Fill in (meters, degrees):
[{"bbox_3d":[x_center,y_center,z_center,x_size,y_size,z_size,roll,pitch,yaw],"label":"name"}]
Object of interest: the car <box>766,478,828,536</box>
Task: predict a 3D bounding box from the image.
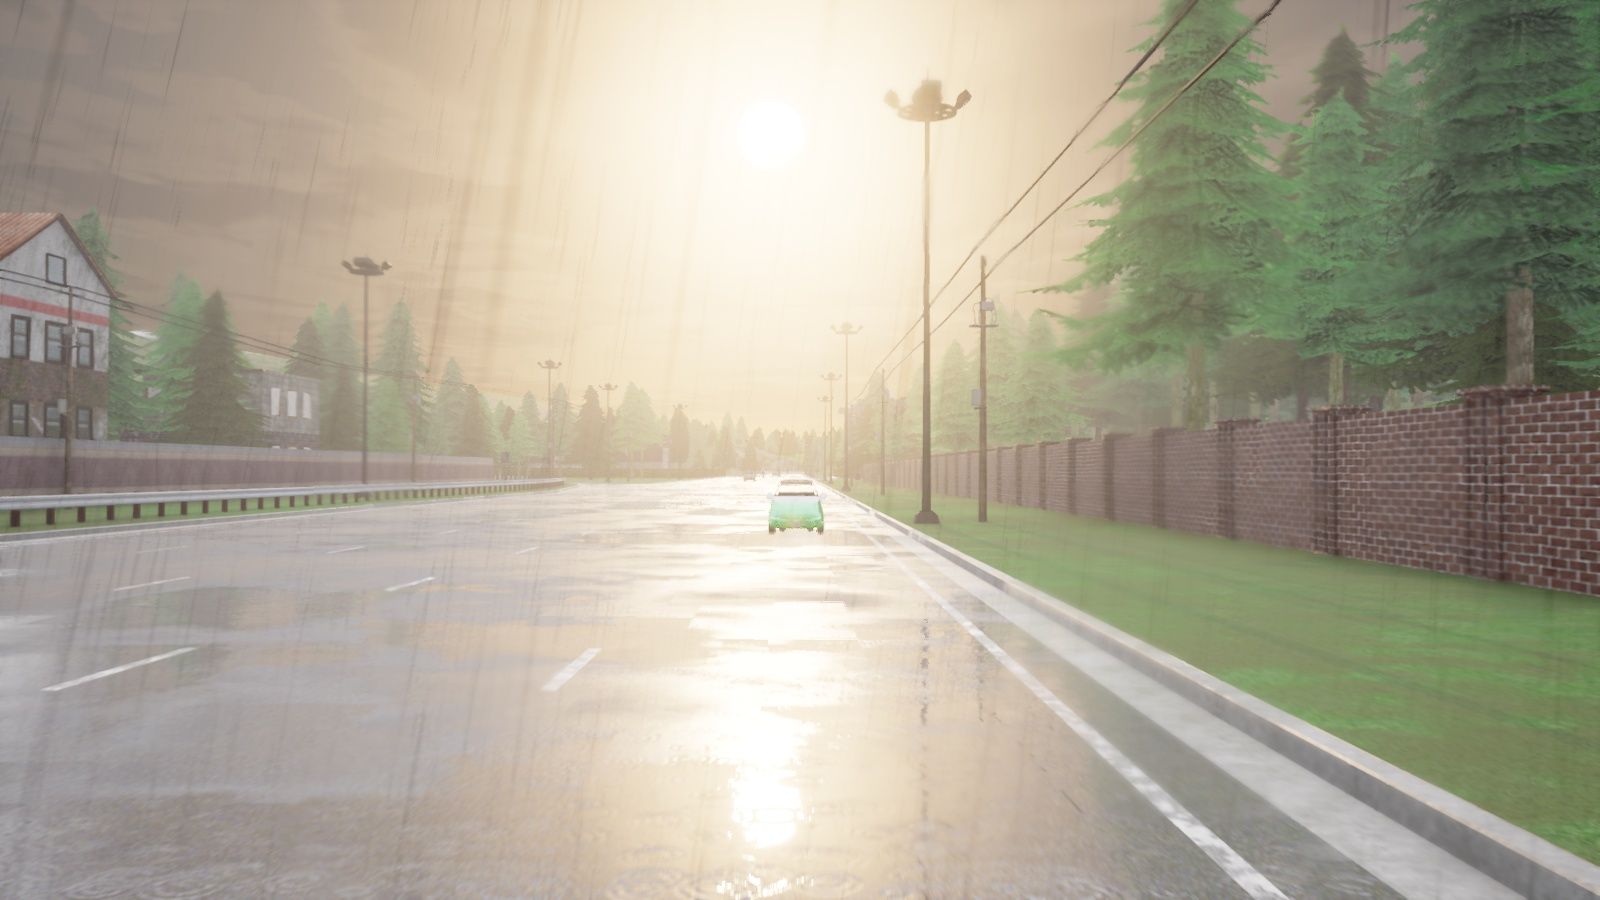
[{"bbox_3d":[-0.077,1.394,31.331,1.481,1.376,2.207,0,-1,0],"label":"car"}]
